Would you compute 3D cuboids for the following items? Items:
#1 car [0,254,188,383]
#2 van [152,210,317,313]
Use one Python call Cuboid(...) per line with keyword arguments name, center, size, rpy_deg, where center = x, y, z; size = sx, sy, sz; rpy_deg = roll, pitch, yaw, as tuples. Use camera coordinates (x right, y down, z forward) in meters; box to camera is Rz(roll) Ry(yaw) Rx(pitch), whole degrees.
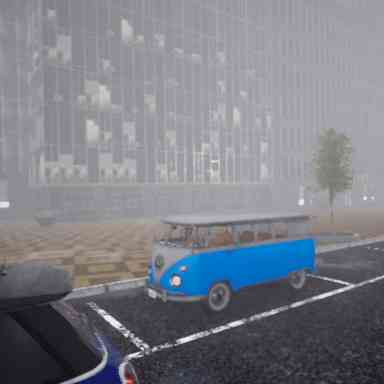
Cuboid(name="car", center=(-2.504, 1.357, 1.581), size=(4.553, 1.767, 2.097), rpy_deg=(0, 0, -35))
Cuboid(name="van", center=(0.986, 1.320, 7.283), size=(3.998, 1.788, 1.690), rpy_deg=(0, -1, -36))
